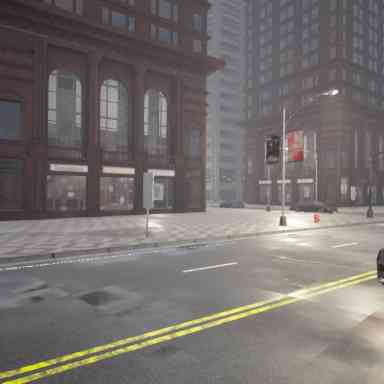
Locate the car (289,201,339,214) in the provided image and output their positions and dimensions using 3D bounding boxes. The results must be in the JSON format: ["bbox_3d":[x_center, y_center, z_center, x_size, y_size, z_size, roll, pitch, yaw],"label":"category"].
[{"bbox_3d":[13.497,1.725,37.222,2.033,1.411,5.357,1,-1,-35],"label":"car"}]

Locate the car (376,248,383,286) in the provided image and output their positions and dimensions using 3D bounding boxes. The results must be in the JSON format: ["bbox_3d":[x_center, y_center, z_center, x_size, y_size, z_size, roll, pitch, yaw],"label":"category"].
[{"bbox_3d":[6.261,1.516,7.904,4.892,1.490,1.837,0,0,-35],"label":"car"}]

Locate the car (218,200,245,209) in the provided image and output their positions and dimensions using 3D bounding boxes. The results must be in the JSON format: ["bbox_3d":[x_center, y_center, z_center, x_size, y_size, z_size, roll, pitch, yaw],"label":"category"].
[{"bbox_3d":[5.735,1.803,48.128,1.994,1.385,4.181,1,-1,-35],"label":"car"}]
